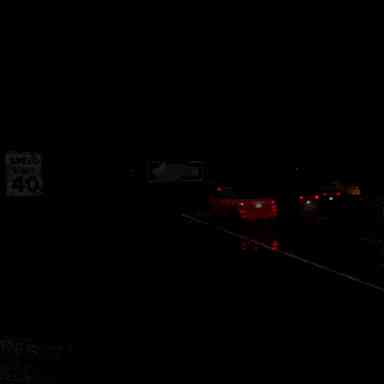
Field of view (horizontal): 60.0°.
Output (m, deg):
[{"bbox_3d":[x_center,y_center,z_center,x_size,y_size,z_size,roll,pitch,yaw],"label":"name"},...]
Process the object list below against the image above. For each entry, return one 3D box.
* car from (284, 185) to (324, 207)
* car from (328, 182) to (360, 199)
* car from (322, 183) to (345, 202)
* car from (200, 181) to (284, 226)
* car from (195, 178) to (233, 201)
[{"bbox_3d":[7.158,0.323,24.499,1.895,1.301,4.718,-2,3,-17],"label":"car"},{"bbox_3d":[12.748,-0.175,30.050,1.882,1.535,5.008,-2,2,-17],"label":"car"},{"bbox_3d":[9.913,0.130,27.411,1.895,1.301,4.718,-2,3,-17],"label":"car"},{"bbox_3d":[2.288,0.538,16.634,2.097,1.767,4.553,-2,3,-17],"label":"car"},{"bbox_3d":[2.017,-0.153,29.163,2.150,2.045,5.566,-2,2,-17],"label":"car"}]
